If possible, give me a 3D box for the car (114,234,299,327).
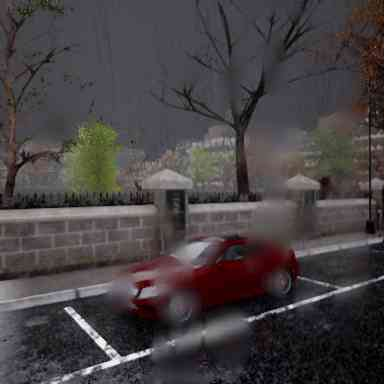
[{"bbox_3d":[0.504,1.572,6.929,4.206,1.307,1.802,0,0,-36],"label":"car"}]

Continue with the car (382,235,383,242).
[{"bbox_3d":[9.372,1.492,13.266,4.829,1.417,1.752,0,0,-36],"label":"car"}]
